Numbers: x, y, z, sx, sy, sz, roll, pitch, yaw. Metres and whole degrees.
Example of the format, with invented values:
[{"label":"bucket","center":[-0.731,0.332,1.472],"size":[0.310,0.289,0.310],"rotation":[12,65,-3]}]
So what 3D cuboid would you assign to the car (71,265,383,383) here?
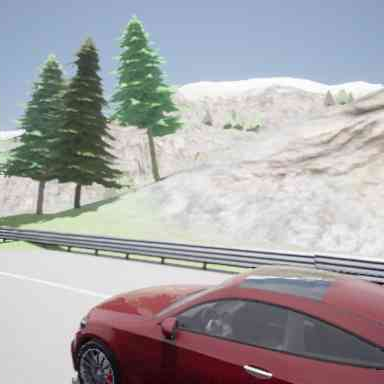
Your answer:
[{"label":"car","center":[0.769,1.522,3.359],"size":[4.674,1.442,1.812],"rotation":[-1,0,35]}]
